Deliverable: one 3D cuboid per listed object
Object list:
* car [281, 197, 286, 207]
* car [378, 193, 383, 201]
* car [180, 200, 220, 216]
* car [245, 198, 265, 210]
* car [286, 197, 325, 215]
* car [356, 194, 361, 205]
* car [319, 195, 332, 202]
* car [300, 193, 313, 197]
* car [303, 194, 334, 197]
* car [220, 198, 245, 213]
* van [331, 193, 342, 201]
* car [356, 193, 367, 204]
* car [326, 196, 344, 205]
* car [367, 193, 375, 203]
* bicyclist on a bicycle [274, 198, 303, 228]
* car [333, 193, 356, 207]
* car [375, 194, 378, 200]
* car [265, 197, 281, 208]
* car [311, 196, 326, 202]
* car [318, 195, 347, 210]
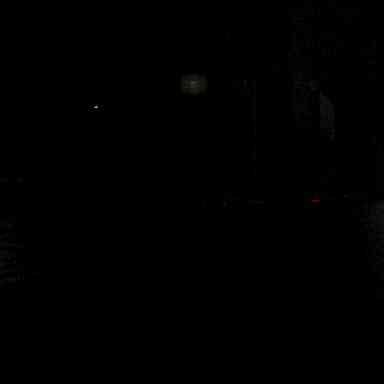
[{"bbox_3d":[13.399,1.455,50.258,1.947,1.339,4.313,0,0,35],"label":"car"},{"bbox_3d":[42.875,1.359,77.848,1.802,1.307,4.206,-1,0,35],"label":"car"},{"bbox_3d":[0.557,1.524,31.713,1.802,1.307,4.206,0,0,35],"label":"car"},{"bbox_3d":[6.978,1.494,40.985,1.802,1.307,4.206,0,0,35],"label":"car"},{"bbox_3d":[10.773,1.424,31.491,1.947,1.339,4.313,0,0,35],"label":"car"},{"bbox_3d":[23.614,1.378,50.034,1.947,1.339,4.313,0,0,35],"label":"car"},{"bbox_3d":[29.453,1.427,73.439,1.802,1.307,4.206,0,0,35],"label":"car"},{"bbox_3d":[19.821,1.415,59.531,1.887,1.381,4.507,0,0,35],"label":"car"},{"bbox_3d":[17.338,1.337,45.485,2.128,1.511,4.902,-1,0,35],"label":"car"},{"bbox_3d":[3.766,1.366,36.348,1.967,1.590,4.097,0,0,35],"label":"car"},{"bbox_3d":[35.872,1.186,82.713,1.690,1.788,3.998,-1,0,35],"label":"van"},{"bbox_3d":[26.823,1.118,54.671,2.192,1.841,5.009,0,0,35],"label":"car"},{"bbox_3d":[23.194,1.354,53.943,1.812,1.442,4.674,-1,0,35],"label":"car"},{"bbox_3d":[33.244,1.100,63.943,2.192,1.841,5.009,0,0,35],"label":"car"},{"bbox_3d":[5.304,1.177,18.392,1.656,1.620,0.582,-1,0,35],"label":"bicyclist on a bicycle"},{"bbox_3d":[20.403,1.137,45.400,2.192,1.841,5.009,0,0,35],"label":"car"},{"bbox_3d":[36.552,1.303,68.717,1.752,1.417,4.829,-1,0,35],"label":"car"},{"bbox_3d":[10.092,1.426,45.481,1.752,1.417,4.829,0,0,35],"label":"car"},{"bbox_3d":[26.243,1.418,68.804,1.947,1.339,4.313,0,0,35],"label":"car"},{"bbox_3d":[17.193,1.377,40.763,1.887,1.381,4.507,0,0,35],"label":"car"}]
